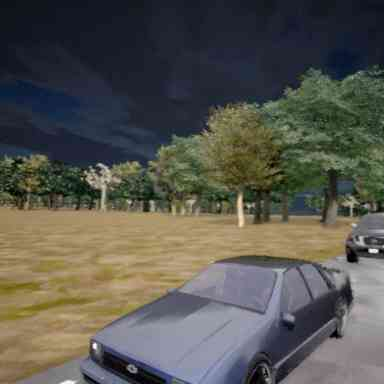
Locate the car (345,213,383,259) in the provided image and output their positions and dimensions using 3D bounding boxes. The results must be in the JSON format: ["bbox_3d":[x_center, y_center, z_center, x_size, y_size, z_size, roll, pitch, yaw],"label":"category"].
[{"bbox_3d":[8.402,1.946,14.450,2.150,2.045,5.566,-1,-3,38],"label":"car"}]

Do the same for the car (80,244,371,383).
[{"bbox_3d":[1.052,1.764,5.265,2.033,1.411,5.357,-1,-3,39],"label":"car"}]
